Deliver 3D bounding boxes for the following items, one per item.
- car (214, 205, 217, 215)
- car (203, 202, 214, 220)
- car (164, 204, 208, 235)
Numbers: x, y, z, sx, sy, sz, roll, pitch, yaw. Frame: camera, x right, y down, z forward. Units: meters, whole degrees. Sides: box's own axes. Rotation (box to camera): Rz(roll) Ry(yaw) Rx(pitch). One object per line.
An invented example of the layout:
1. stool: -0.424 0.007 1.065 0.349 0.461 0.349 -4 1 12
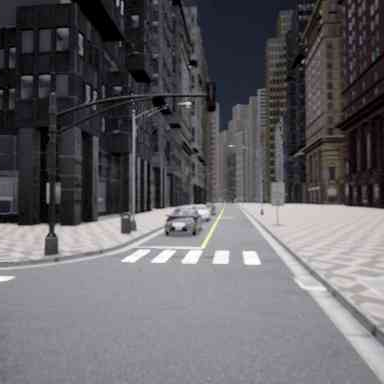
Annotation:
1. car: 1.958 2.033 40.547 1.837 1.490 4.892 0 -1 7
2. car: 0.701 1.908 30.342 1.812 1.442 4.674 0 -1 7
3. car: -0.439 1.745 20.583 2.128 1.511 4.902 0 -1 7
